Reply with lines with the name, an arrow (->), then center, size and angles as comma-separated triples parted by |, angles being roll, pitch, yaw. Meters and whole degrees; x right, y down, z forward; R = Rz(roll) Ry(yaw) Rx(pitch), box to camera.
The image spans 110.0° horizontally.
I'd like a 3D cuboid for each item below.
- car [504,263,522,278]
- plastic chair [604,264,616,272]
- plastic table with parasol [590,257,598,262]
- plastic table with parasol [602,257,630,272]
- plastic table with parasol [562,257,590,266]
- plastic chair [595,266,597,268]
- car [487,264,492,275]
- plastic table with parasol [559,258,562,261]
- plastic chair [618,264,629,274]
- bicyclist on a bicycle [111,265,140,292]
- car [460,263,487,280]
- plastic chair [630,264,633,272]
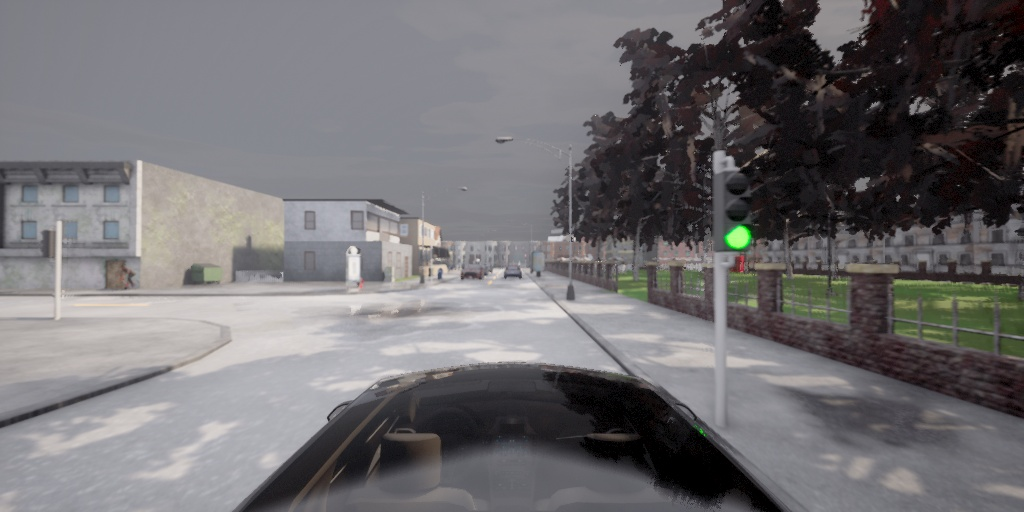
car -> 0.094, 1.817, 41.572 | 1.994, 1.385, 4.181 | 0, -1, 0
plastic chair -> 14.315, 1.942, 52.099 | 0.730, 1.272, 0.750 | 0, 0, -35
plastic table with parasol -> 14.666, 1.424, 61.215 | 2.482, 2.480, 2.482 | 0, 0, -42
plastic table with parasol -> 15.289, 1.342, 53.001 | 2.482, 2.480, 2.482 | 0, 0, -40
plastic table with parasol -> 9.969, 1.366, 55.740 | 2.482, 2.480, 2.482 | 0, 0, -40
plastic chair -> 13.714, 2.045, 60.326 | 0.730, 1.272, 0.750 | 0, 0, -35
car -> -4.100, 1.870, 47.036 | 2.033, 1.411, 5.357 | 0, -1, 0
plastic table with parasol -> 10.679, 1.493, 64.180 | 2.482, 2.480, 2.482 | 0, 0, -40
plastic chair -> 16.021, 1.931, 52.003 | 0.750, 1.272, 0.730 | 0, 0, -40
bicyclist on a bicycle -> -23.863, 1.357, 22.145 | 0.582, 1.620, 1.656 | 0, 0, 0
car -> -4.102, 1.554, 37.524 | 2.097, 1.767, 4.553 | 0, -1, 0
plastic chair -> 18.642, 1.852, 56.452 | 0.750, 1.272, 0.730 | 0, 0, -39
